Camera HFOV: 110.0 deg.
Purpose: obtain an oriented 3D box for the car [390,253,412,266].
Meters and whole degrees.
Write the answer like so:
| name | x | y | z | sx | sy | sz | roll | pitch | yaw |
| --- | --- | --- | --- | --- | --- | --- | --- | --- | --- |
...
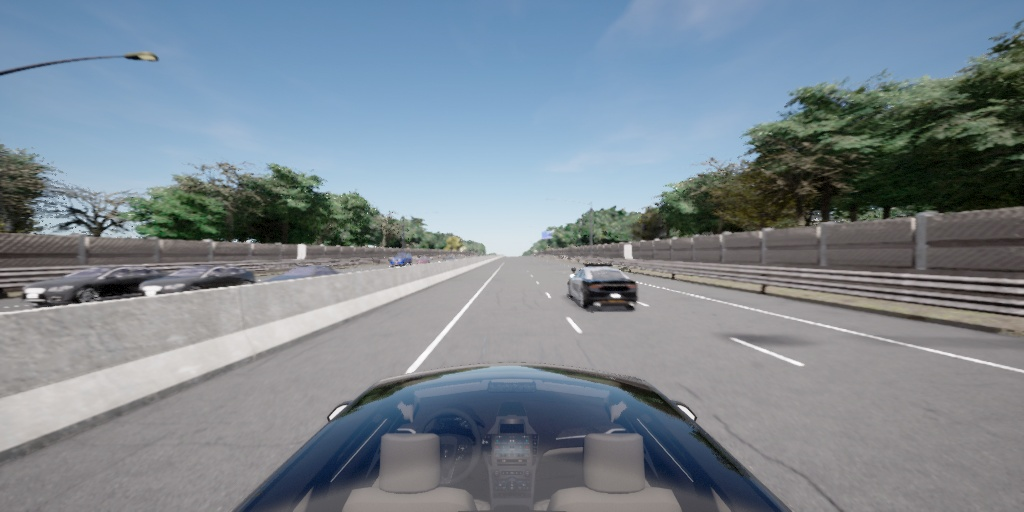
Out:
| name | x | y | z | sx | sy | sz | roll | pitch | yaw |
| --- | --- | --- | --- | --- | --- | --- | --- | --- | --- |
| car | -17.474 | 0.598 | 56.980 | 2.150 | 2.045 | 5.566 | 0 | 1 | 1 |

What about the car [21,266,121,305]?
| name | x | y | z | sx | sy | sz | roll | pitch | yaw |
| --- | --- | --- | --- | --- | --- | --- | --- | --- | --- |
| car | -17.581 | 1.183 | 15.604 | 2.128 | 1.511 | 4.902 | 0 | 0 | 0 |

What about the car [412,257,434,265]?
| name | x | y | z | sx | sy | sz | roll | pitch | yaw |
| --- | --- | --- | --- | --- | --- | --- | --- | --- | --- |
| car | -13.972 | 0.871 | 57.332 | 1.812 | 1.442 | 4.674 | 0 | 1 | 1 |

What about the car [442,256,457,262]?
| name | x | y | z | sx | sy | sz | roll | pitch | yaw |
| --- | --- | --- | --- | --- | --- | --- | --- | --- | --- |
| car | -10.461 | 0.801 | 60.257 | 1.837 | 1.490 | 4.892 | 0 | 1 | 1 |

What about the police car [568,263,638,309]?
| name | x | y | z | sx | sy | sz | roll | pitch | yaw |
| --- | --- | --- | --- | --- | --- | --- | --- | --- | --- |
| police car | 3.509 | 1.125 | 14.709 | 1.930 | 1.638 | 5.238 | 0 | 0 | 0 |

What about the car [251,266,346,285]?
| name | x | y | z | sx | sy | sz | roll | pitch | yaw |
| --- | --- | --- | --- | --- | --- | --- | --- | --- | --- |
| car | -10.577 | 1.208 | 18.764 | 2.033 | 1.411 | 5.357 | 0 | 0 | 0 |

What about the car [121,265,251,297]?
| name | x | y | z | sx | sy | sz | roll | pitch | yaw |
| --- | --- | --- | --- | --- | --- | --- | --- | --- | --- |
| car | -14.076 | 1.173 | 16.423 | 2.128 | 1.511 | 4.902 | 0 | 0 | 0 |
